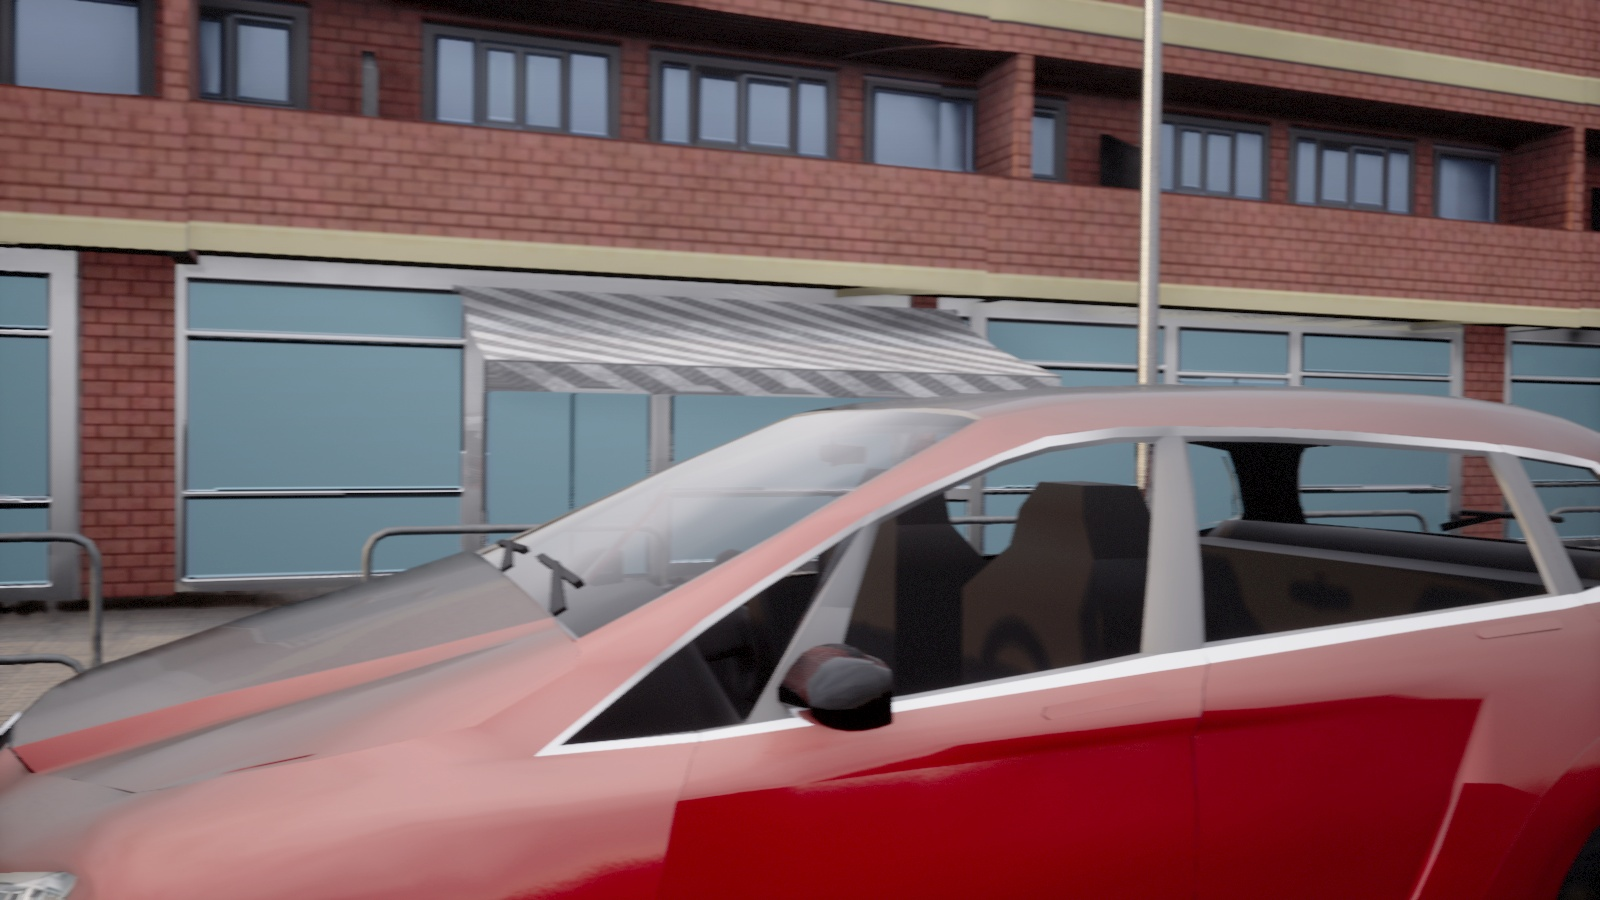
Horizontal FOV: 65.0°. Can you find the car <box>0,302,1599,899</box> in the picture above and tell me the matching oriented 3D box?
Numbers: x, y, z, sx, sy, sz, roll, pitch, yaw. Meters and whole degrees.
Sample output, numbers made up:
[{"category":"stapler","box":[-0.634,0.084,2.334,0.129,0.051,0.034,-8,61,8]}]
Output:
[{"category":"car","box":[0.384,0.579,3.385,4.611,1.667,2.242,-2,1,-21]}]
